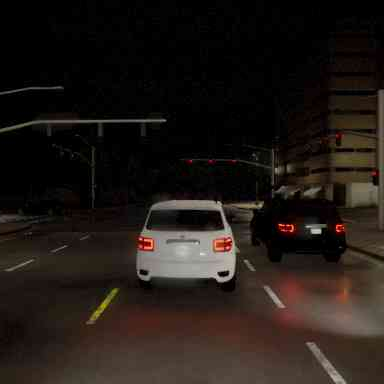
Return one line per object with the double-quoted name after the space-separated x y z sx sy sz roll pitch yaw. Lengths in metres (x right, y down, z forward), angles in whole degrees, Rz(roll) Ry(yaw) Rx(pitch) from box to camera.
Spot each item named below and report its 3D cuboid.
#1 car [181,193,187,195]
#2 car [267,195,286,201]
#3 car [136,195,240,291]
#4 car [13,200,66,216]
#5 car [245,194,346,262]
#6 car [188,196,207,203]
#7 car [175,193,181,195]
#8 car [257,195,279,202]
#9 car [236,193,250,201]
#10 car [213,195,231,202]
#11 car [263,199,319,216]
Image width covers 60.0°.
-2.210 1.221 61.782 2.150 2.045 5.566 0 0 14 "car"
21.912 1.524 86.309 4.674 1.442 1.812 0 0 -22 "car"
0.024 1.221 9.222 2.150 2.045 5.566 0 0 4 "car"
-15.142 1.562 33.074 4.892 1.490 1.837 0 0 0 "car"
3.588 1.221 12.245 2.150 2.045 5.566 0 0 0 "car"
1.275 1.540 71.528 2.033 1.411 5.357 0 0 27 "car"
-3.297 1.352 51.962 2.097 1.767 4.553 0 0 3 "car"
18.268 1.540 80.287 5.357 1.411 2.033 0 0 -33 "car"
13.140 1.225 80.799 5.566 2.045 2.150 0 0 -41 "car"
7.277 1.500 79.999 1.837 1.490 4.892 0 0 42 "car"
9.774 1.519 33.198 5.008 1.535 1.882 1 0 0 "car"
